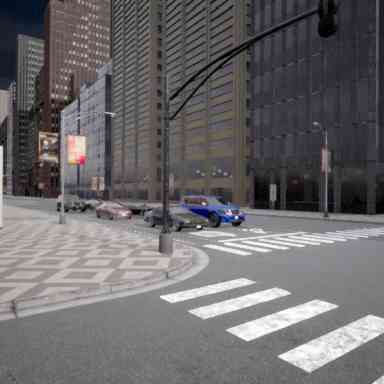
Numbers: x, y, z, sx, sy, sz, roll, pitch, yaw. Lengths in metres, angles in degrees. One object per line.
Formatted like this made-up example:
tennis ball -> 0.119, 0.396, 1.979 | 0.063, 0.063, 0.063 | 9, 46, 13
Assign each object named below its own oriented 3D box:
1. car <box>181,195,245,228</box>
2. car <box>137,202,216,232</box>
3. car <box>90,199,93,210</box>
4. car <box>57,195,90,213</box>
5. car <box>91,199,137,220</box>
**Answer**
car -> 1.174, 1.269, 23.126 | 2.150, 2.045, 5.566 | 1, -1, -36
car -> -1.153, 1.569, 20.803 | 2.033, 1.411, 5.357 | 1, -1, -35
car -> -12.200, 1.665, 41.864 | 1.812, 1.442, 4.674 | 1, 0, -35
car -> -14.372, 1.331, 39.311 | 2.150, 2.045, 5.566 | 1, 0, -35
car -> -6.851, 1.586, 28.769 | 1.812, 1.442, 4.674 | 1, -1, -36
